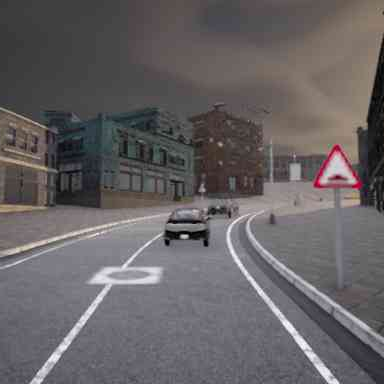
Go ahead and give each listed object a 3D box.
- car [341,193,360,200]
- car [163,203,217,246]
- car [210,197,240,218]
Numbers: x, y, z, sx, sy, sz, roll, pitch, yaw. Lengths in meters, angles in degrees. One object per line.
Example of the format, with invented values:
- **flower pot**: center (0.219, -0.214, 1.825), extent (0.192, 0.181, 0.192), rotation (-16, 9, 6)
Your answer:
- **car**: center (32.034, 0.995, 66.470), extent (5.008, 1.535, 1.882), rotation (-1, -3, -27)
- **car**: center (-0.101, 1.464, 15.028), extent (2.128, 1.511, 4.902), rotation (0, 0, 4)
- **car**: center (2.825, 1.258, 29.268), extent (2.097, 1.767, 4.553), rotation (-2, 0, 19)
